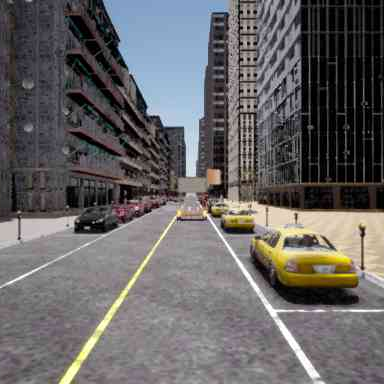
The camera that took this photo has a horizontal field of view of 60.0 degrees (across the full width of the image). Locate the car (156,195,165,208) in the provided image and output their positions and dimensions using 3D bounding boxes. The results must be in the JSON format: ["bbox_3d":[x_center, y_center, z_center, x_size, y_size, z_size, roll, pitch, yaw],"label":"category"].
[{"bbox_3d":[-5.685,1.397,48.554,2.192,1.841,5.009,0,0,0],"label":"car"}]

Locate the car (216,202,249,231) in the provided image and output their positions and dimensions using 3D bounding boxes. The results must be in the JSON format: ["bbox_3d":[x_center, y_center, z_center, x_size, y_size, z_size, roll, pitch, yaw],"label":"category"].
[{"bbox_3d":[2.695,1.542,20.409,1.752,1.417,4.829,0,0,0],"label":"car"}]

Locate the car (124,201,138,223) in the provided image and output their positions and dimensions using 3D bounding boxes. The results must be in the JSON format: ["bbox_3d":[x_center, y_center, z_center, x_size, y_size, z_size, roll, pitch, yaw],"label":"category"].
[{"bbox_3d":[-5.686,1.608,25.901,1.802,1.307,4.206,0,0,0],"label":"car"}]

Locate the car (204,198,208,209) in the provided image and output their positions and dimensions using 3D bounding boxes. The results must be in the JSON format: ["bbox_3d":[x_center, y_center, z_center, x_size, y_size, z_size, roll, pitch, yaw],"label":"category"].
[{"bbox_3d":[2.694,1.619,37.228,1.947,1.339,4.313,0,0,0],"label":"car"}]

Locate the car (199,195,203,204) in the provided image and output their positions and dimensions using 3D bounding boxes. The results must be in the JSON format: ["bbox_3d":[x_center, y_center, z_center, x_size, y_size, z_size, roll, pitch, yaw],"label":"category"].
[{"bbox_3d":[2.695,1.414,54.219,2.192,1.841,5.009,0,0,0],"label":"car"}]

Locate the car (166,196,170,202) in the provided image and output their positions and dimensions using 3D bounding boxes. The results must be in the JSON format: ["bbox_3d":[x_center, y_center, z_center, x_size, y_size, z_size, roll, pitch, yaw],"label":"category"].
[{"bbox_3d":[-5.686,1.434,59.882,2.192,1.841,5.009,0,0,0],"label":"car"}]

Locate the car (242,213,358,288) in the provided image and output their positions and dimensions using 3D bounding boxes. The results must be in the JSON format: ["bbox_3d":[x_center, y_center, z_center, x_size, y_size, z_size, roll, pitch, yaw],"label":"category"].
[{"bbox_3d":[2.696,1.528,9.084,1.752,1.417,4.829,0,0,0],"label":"car"}]

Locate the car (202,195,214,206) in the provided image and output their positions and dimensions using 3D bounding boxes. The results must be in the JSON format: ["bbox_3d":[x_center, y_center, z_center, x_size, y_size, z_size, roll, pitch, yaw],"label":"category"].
[{"bbox_3d":[2.694,1.507,42.891,1.967,1.590,4.097,0,0,0],"label":"car"}]

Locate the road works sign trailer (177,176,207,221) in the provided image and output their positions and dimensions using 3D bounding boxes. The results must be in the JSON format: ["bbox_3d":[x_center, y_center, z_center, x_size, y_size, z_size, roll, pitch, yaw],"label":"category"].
[{"bbox_3d":[0.006,0.493,27.099,2.380,3.560,2.880,0,0,0],"label":"road works sign trailer"}]

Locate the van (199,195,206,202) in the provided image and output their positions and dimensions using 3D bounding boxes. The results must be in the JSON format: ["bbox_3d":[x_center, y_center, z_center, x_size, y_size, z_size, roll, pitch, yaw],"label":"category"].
[{"bbox_3d":[2.693,1.589,88.198,1.690,1.788,3.998,0,0,0],"label":"van"}]

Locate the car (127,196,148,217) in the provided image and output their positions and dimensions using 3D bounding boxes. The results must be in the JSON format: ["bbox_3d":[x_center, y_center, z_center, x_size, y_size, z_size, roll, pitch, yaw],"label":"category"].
[{"bbox_3d":[-5.685,1.479,31.564,1.967,1.590,4.097,0,0,0],"label":"car"}]

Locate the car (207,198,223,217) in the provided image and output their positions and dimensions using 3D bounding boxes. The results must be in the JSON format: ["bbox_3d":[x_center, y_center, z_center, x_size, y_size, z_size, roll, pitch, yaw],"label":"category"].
[{"bbox_3d":[2.694,1.564,31.734,1.752,1.417,4.829,0,0,0],"label":"car"}]

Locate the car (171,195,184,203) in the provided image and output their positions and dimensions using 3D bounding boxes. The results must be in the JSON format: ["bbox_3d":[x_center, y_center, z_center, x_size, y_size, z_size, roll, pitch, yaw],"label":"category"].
[{"bbox_3d":[-3.000,1.537,76.773,2.097,1.767,4.553,0,0,0],"label":"car"}]

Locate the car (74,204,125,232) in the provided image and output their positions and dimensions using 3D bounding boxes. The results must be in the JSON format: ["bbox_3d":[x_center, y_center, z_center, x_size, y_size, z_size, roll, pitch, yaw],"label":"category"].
[{"bbox_3d":[-5.685,1.582,20.239,1.947,1.339,4.313,0,0,0],"label":"car"}]

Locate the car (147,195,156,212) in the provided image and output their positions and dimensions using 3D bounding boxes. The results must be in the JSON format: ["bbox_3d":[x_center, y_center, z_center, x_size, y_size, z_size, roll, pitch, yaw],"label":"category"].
[{"bbox_3d":[-5.684,1.368,37.229,2.192,1.841,5.009,0,0,0],"label":"car"}]

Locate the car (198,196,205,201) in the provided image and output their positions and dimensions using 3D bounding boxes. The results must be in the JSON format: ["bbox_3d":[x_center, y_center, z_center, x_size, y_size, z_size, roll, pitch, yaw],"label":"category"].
[{"bbox_3d":[2.692,1.859,93.861,1.802,1.307,4.206,0,0,0],"label":"car"}]
